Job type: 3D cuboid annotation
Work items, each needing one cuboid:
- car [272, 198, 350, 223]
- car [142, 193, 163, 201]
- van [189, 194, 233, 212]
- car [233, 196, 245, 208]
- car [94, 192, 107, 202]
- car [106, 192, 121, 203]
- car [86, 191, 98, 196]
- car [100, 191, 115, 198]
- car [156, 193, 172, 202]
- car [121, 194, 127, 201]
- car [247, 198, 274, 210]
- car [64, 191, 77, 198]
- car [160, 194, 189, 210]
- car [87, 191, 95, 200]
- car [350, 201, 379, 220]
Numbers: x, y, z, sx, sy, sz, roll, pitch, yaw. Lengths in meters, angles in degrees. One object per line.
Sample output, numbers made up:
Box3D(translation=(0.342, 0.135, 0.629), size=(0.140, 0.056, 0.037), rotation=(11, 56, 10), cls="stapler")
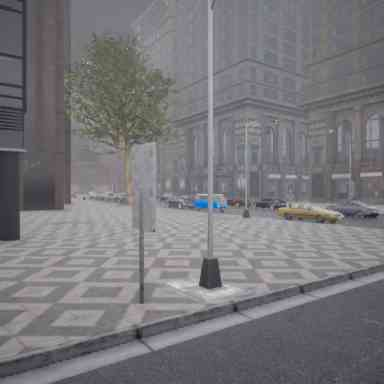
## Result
Box3D(translation=(8.348, 1.398, 23.794), size=(1.752, 1.417, 4.829), rotation=(1, 0, -35), cls="car")
Box3D(translation=(-7.321, 0.909, 61.050), size=(2.008, 1.369, 4.403), rotation=(1, 0, -35), cls="car")
Box3D(translation=(1.809, 1.090, 33.142), size=(1.690, 1.788, 3.998), rotation=(1, 0, -35), cls="van")
Box3D(translation=(5.566, 1.223, 42.640), size=(1.887, 1.381, 4.507), rotation=(1, 0, -35), cls="car")
Box3D(translation=(-14.301, 0.910, 56.156), size=(2.008, 1.369, 4.403), rotation=(1, 0, -35), cls="car")
Box3D(translation=(-11.079, 0.991, 51.554), size=(2.008, 1.369, 4.403), rotation=(1, 0, -35), cls="car")
Box3D(translation=(-26.647, 0.470, 88.658), size=(1.802, 1.307, 4.206), rotation=(1, 0, -35), cls="car")
Box3D(translation=(-20.204, 0.586, 79.455), size=(1.887, 1.381, 4.507), rotation=(1, 0, -35), cls="car")
Box3D(translation=(-4.097, 0.880, 56.448), size=(1.967, 1.590, 4.097), rotation=(1, 0, -35), cls="car")
Box3D(translation=(-7.761, 1.050, 46.813), size=(1.752, 1.417, 4.829), rotation=(1, 0, -35), cls="car")
Box3D(translation=(8.786, 1.314, 38.038), size=(1.947, 1.339, 4.313), rotation=(1, 0, -35), cls="car")
Box3D(translation=(-27.184, 0.482, 74.563), size=(1.967, 1.590, 4.097), rotation=(1, 0, -35), cls="car")
Box3D(translation=(-1.415, 1.230, 37.744), size=(2.008, 1.369, 4.403), rotation=(1, 0, -35), cls="car")
Box3D(translation=(-17.522, 0.829, 60.758), size=(2.008, 1.369, 4.403), rotation=(1, 0, -35), cls="car")
Box3D(translation=(12.983, 1.433, 27.382), size=(1.994, 1.385, 4.181), rotation=(0, 1, -35), cls="car")
